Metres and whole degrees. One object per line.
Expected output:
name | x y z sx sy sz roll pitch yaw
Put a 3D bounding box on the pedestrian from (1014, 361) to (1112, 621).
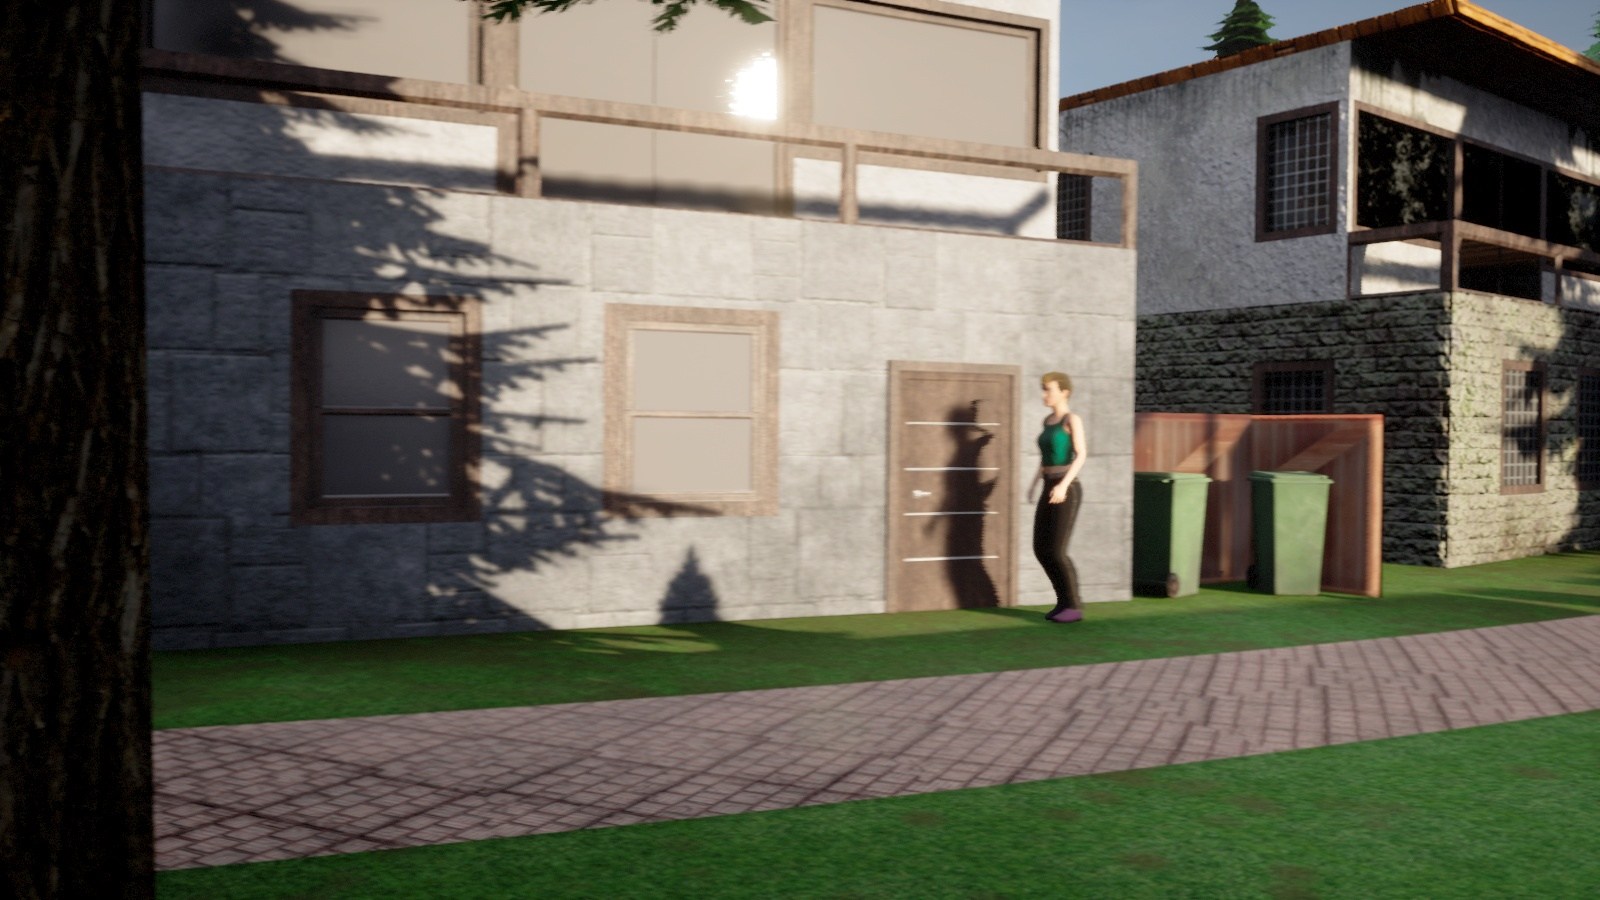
pedestrian | 1.915 0.284 9.150 0.594 1.836 0.345 -1 1 -20
